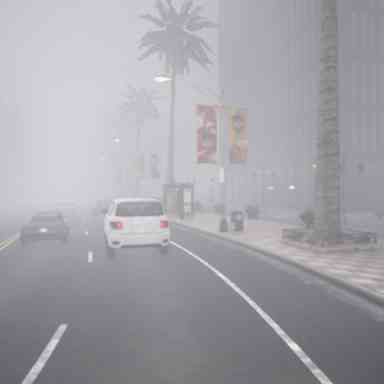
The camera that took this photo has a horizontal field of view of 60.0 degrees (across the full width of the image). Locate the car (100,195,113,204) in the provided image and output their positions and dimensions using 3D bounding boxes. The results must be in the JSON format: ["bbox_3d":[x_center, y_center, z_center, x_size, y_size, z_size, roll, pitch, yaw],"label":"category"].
[{"bbox_3d":[-16.960,1.471,66.047,2.185,1.767,4.553,0,0,-19],"label":"car"}]

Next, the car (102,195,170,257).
[{"bbox_3d":[-2.350,1.236,13.310,2.150,2.045,5.566,0,0,-16],"label":"car"}]

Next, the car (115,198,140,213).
[{"bbox_3d":[-7.481,1.529,38.243,2.231,1.521,4.892,0,0,-19],"label":"car"}]

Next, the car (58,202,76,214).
[{"bbox_3d":[-13.532,1.700,35.892,1.895,1.301,4.718,0,0,-19],"label":"car"}]

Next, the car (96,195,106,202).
[{"bbox_3d":[-23.751,1.678,86.901,2.161,1.482,4.786,0,0,-19],"label":"car"}]

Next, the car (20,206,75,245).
[{"bbox_3d":[-6.934,1.615,16.131,1.994,1.385,4.181,0,0,-17],"label":"car"}]

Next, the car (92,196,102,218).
[{"bbox_3d":[-8.170,1.408,30.978,2.097,1.767,4.553,0,0,-19],"label":"car"}]
